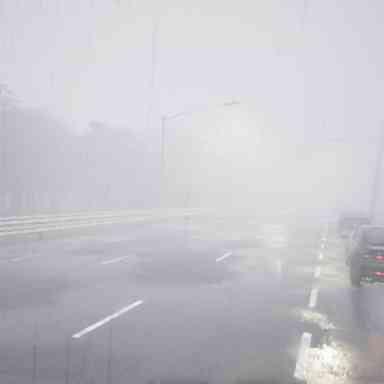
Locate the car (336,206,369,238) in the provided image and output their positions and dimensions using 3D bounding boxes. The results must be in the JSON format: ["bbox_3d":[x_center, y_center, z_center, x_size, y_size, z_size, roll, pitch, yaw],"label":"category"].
[{"bbox_3d":[11.217,1.997,23.176,1.882,1.535,5.008,-1,-2,23],"label":"car"}]

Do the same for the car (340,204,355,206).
[{"bbox_3d":[24.470,2.678,53.116,1.812,1.442,4.674,-1,-2,29],"label":"car"}]

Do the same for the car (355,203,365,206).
[{"bbox_3d":[33.371,2.949,66.276,1.812,1.442,4.674,-1,-2,41],"label":"car"}]

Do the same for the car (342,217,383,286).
[{"bbox_3d":[5.538,1.717,9.639,1.837,1.490,4.892,-1,-1,23],"label":"car"}]
